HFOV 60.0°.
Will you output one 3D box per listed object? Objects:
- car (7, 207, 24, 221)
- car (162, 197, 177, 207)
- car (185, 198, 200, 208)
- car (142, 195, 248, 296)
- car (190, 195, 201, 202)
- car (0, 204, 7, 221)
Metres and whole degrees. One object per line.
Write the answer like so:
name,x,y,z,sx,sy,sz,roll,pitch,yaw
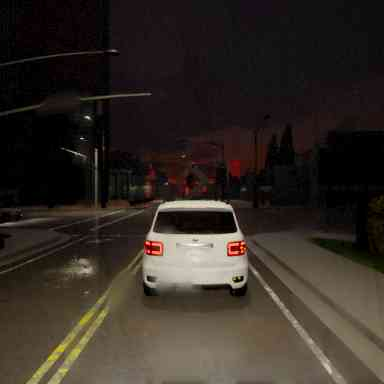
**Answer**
car,-16.446,1.634,27.488,4.674,1.442,1.812,-1,0,0
car,-3.532,1.564,52.903,1.994,1.385,4.181,0,0,0
car,0.070,1.563,47.844,1.994,1.385,4.181,0,0,1
car,0.079,1.221,8.759,2.150,2.045,5.566,0,0,0
car,0.841,1.524,78.642,1.812,1.442,4.674,0,0,12
car,-16.781,1.657,23.966,5.357,1.411,2.033,-1,0,-3
